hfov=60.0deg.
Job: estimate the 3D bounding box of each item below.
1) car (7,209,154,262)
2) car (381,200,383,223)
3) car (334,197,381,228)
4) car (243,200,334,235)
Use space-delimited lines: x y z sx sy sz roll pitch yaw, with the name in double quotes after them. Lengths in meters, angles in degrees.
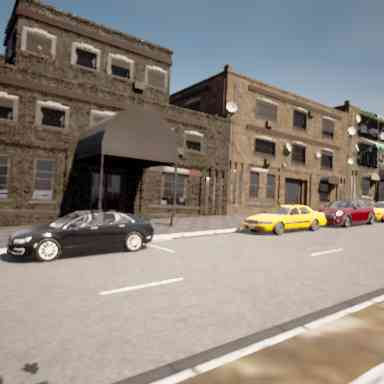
-3.688 1.380 11.701 4.892 1.521 2.231 0 0 -36 "car"
14.099 1.380 24.496 5.366 1.575 1.946 0 0 -36 "car"
9.785 1.256 21.400 4.553 1.767 2.185 0 0 -36 "car"
5.123 1.378 18.047 5.366 1.575 1.946 0 0 -36 "car"
